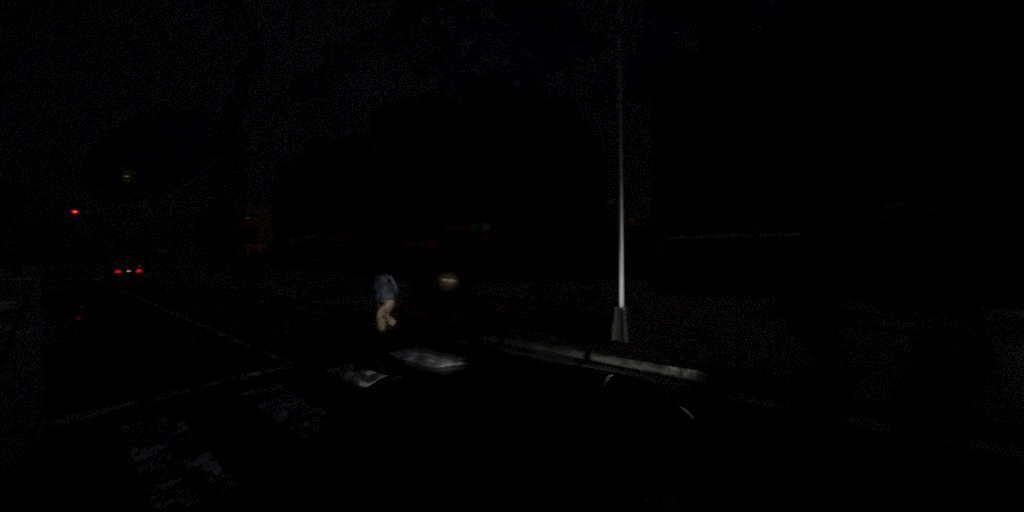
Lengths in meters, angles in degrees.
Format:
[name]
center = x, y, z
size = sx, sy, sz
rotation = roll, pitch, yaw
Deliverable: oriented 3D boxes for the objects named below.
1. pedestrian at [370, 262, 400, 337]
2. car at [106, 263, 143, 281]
[pedestrian]
center = -2.999, 0.961, 8.458
size = 0.375, 1.860, 0.375
rotation = 0, 2, 37
[car]
center = -32.821, 1.281, 30.366
size = 5.357, 1.411, 2.033
rotation = 0, 1, 38
